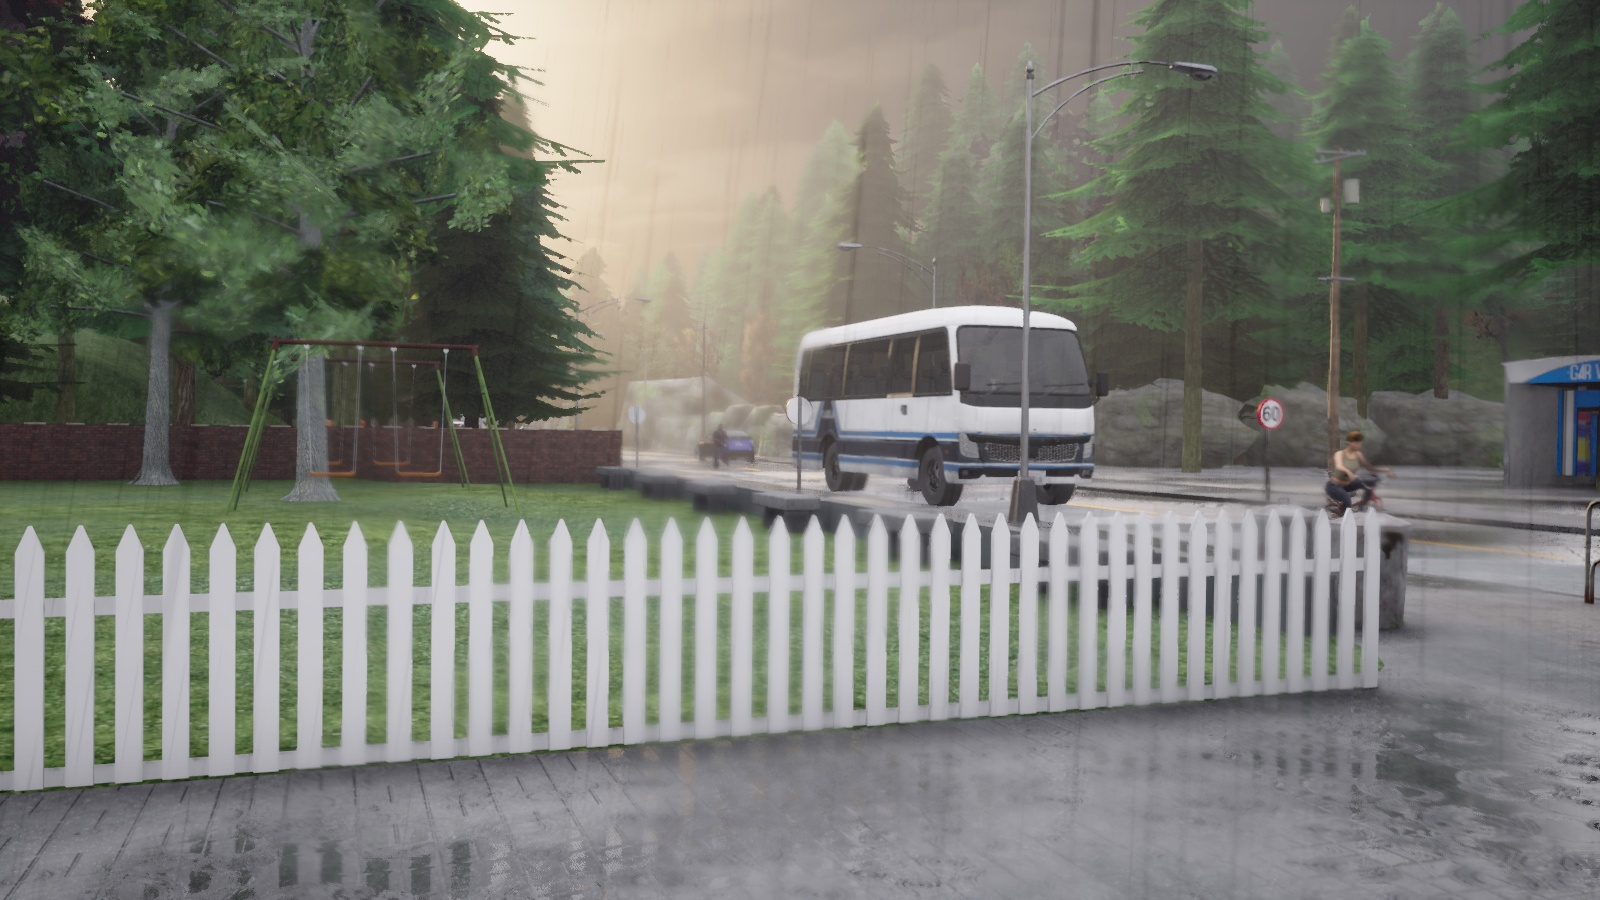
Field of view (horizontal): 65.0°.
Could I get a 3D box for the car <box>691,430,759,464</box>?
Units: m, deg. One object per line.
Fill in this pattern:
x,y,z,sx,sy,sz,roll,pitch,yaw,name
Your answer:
-3.579,-0.170,59.183,2.007,1.525,4.514,-1,1,-20,car

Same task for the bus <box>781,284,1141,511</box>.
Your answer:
3.131,-1.077,29.024,3.944,4.253,10.273,-1,1,-20,bus

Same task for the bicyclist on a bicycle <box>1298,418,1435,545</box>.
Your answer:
7.583,0.386,16.883,0.866,1.612,1.509,-1,1,-20,bicyclist on a bicycle
